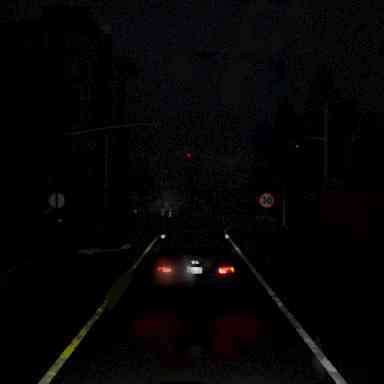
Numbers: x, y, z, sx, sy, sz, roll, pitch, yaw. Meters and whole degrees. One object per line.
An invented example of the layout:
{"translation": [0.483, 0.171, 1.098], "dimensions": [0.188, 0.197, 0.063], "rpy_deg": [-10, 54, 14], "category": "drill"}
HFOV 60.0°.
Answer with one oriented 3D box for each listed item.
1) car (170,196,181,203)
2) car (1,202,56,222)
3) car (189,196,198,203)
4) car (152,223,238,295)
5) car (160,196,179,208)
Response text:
{"translation": [-3.359, 1.517, 68.884], "dimensions": [2.033, 1.411, 5.357], "rpy_deg": [0, 0, 0], "category": "car"}
{"translation": [-13.031, 1.529, 25.861], "dimensions": [4.674, 1.442, 1.812], "rpy_deg": [0, 0, 0], "category": "car"}
{"translation": [0.244, 1.570, 69.643], "dimensions": [1.895, 1.301, 4.718], "rpy_deg": [0, 0, 0], "category": "car"}
{"translation": [0.077, 1.543, 8.870], "dimensions": [2.033, 1.411, 5.357], "rpy_deg": [0, 0, 0], "category": "car"}
{"translation": [-3.495, 1.470, 48.300], "dimensions": [2.128, 1.511, 4.902], "rpy_deg": [0, 0, 0], "category": "car"}
